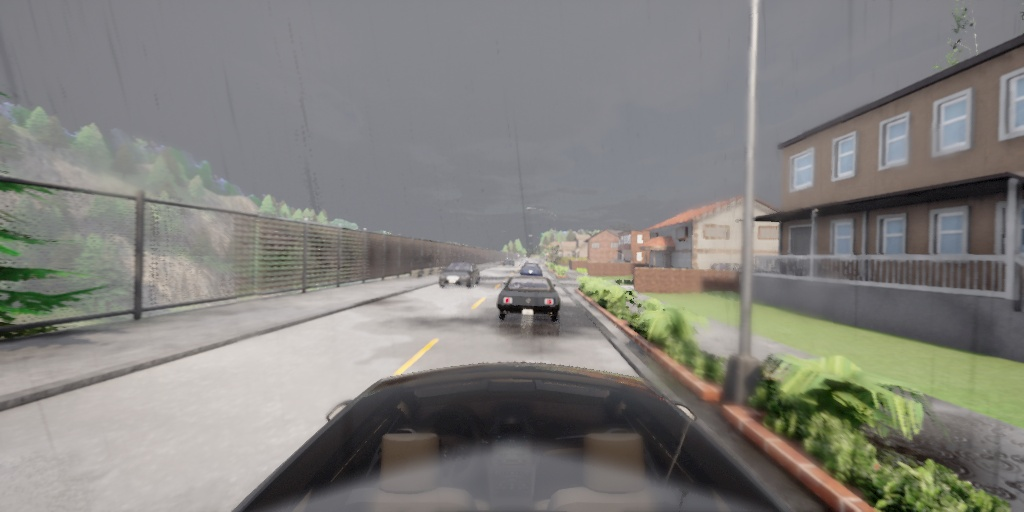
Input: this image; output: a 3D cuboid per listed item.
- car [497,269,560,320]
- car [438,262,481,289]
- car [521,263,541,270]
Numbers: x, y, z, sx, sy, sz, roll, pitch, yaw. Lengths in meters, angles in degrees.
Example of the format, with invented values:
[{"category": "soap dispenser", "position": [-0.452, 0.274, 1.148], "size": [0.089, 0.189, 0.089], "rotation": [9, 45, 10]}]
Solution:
[{"category": "car", "position": [0.600, 1.346, 12.678], "size": [1.895, 1.301, 4.718], "rotation": [2, 0, 3]}, {"category": "car", "position": [-3.088, 1.116, 21.906], "size": [2.128, 1.511, 4.902], "rotation": [2, 0, 3]}, {"category": "car", "position": [1.736, 1.296, 33.122], "size": [1.994, 1.385, 4.181], "rotation": [2, 0, 3]}]
